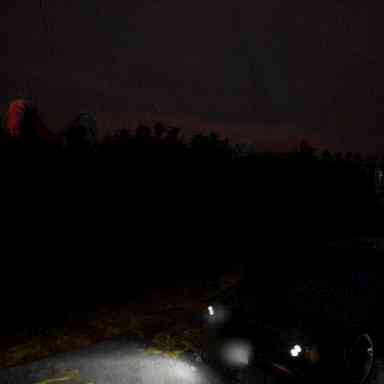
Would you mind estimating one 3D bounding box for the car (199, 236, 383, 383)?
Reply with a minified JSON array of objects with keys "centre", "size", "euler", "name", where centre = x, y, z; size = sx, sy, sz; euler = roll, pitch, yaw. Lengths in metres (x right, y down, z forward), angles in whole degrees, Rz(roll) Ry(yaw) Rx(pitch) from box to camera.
[{"centre":[2.724,1.476,5.396],"size":[5.357,1.411,2.033],"euler":[-1,1,-35],"name":"car"}]
